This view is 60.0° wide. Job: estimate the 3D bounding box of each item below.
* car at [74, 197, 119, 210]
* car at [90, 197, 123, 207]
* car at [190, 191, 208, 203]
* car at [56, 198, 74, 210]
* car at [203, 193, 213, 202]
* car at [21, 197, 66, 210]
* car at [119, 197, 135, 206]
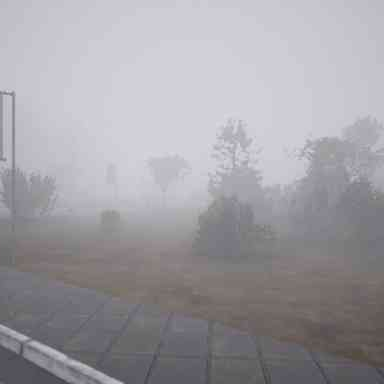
[{"bbox_3d":[-11.986,1.502,41.868,1.812,1.442,4.674,0,0,39],"label":"car"},{"bbox_3d":[-13.227,1.521,51.800,1.895,1.301,4.718,0,1,39],"label":"car"},{"bbox_3d":[1.872,0.903,59.449,2.150,2.045,5.566,0,1,36],"label":"car"},{"bbox_3d":[-17.021,1.482,41.513,2.128,1.511,4.902,0,0,39],"label":"car"},{"bbox_3d":[4.342,1.256,56.935,1.994,1.385,4.181,0,1,37],"label":"car"},{"bbox_3d":[-19.552,1.481,43.952,2.128,1.511,4.902,0,0,39],"label":"car"},{"bbox_3d":[-10.559,1.469,49.534,2.033,1.411,5.357,0,1,39],"label":"car"}]
